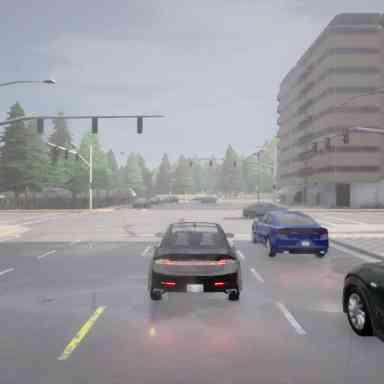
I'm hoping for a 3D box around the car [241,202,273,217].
[{"bbox_3d":[6.316,1.571,28.278,4.181,1.385,1.994,0,0,0],"label":"car"}]

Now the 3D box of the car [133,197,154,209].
[{"bbox_3d":[-6.975,1.526,46.403,1.812,1.442,4.674,0,0,2],"label":"car"}]

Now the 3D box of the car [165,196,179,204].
[{"bbox_3d":[-4.211,1.505,66.276,1.837,1.490,4.892,0,0,20],"label":"car"}]

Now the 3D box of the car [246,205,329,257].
[{"bbox_3d":[3.588,1.478,12.970,1.882,1.535,5.008,0,0,0],"label":"car"}]

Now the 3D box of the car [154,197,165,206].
[{"bbox_3d":[-6.356,1.525,56.307,1.812,1.442,4.674,0,0,8],"label":"car"}]

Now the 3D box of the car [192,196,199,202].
[{"bbox_3d":[2.145,1.595,78.176,1.895,1.301,4.718,0,0,38],"label":"car"}]

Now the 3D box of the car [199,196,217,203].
[{"bbox_3d":[3.524,1.564,66.228,1.994,1.385,4.181,0,0,23],"label":"car"}]

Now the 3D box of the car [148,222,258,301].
[{"bbox_3d":[0.068,1.492,8.325,2.128,1.511,4.902,0,0,0],"label":"car"}]

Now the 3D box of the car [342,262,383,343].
[{"bbox_3d":[3.601,1.352,3.818,2.097,1.767,4.553,0,0,0],"label":"car"}]
